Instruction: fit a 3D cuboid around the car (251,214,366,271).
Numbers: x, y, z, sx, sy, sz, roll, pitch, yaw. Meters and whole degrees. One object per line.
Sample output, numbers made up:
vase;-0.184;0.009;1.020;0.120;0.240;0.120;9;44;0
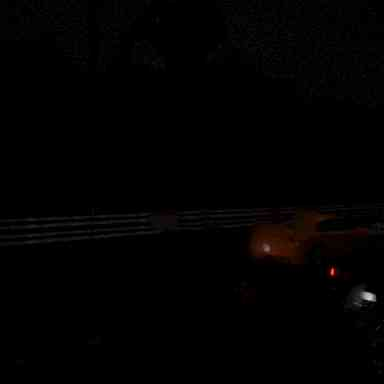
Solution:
car;4.182;1.475;11.026;5.008;1.535;1.882;0;0;-35

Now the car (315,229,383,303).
car;4.994;1.598;7.308;4.718;1.301;1.895;0;0;-36
